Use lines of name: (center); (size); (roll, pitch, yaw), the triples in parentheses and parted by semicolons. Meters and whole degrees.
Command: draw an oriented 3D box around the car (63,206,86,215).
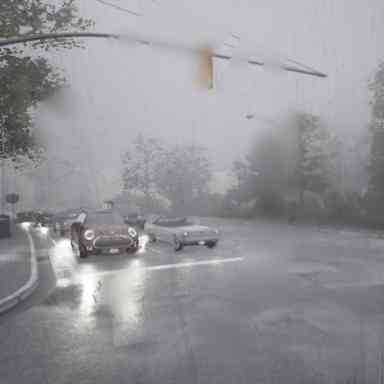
car: (-19.685, 3.026, 55.574); (1.994, 1.385, 4.181); (0, -2, -44)

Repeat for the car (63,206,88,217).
car: (-16.491, 2.762, 46.828); (1.994, 1.385, 4.181); (0, -2, -40)

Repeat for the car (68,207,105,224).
car: (-10.410, 2.224, 32.669); (2.128, 1.511, 4.902); (0, -2, -34)

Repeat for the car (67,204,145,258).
car: (-3.766, 1.561, 13.913); (2.097, 1.767, 4.553); (0, -1, -26)

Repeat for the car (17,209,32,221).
car: (-18.776, 2.650, 38.406); (1.895, 1.301, 4.718); (0, -2, -37)

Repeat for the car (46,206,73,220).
car: (-16.445, 2.568, 41.119); (1.837, 1.490, 4.892); (0, -2, -38)

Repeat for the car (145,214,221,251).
car: (-0.581, 1.795, 15.498); (1.895, 1.301, 4.718); (0, -1, -27)

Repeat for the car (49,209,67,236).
car: (-7.897, 2.025, 21.894); (1.895, 1.301, 4.718); (0, -1, -29)

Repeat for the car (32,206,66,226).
car: (-12.830, 2.219, 29.983); (1.837, 1.490, 4.892); (0, -2, -33)

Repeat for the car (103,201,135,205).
car: (-5.151, 1.649, 24.147); (2.150, 2.045, 5.566); (0, -1, -29)

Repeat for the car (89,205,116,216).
car: (-12.944, 2.654, 48.037); (1.837, 1.490, 4.892); (0, -2, -39)

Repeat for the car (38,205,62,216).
car: (-23.213, 2.989, 54.200); (1.882, 1.535, 5.008); (0, -2, -44)
